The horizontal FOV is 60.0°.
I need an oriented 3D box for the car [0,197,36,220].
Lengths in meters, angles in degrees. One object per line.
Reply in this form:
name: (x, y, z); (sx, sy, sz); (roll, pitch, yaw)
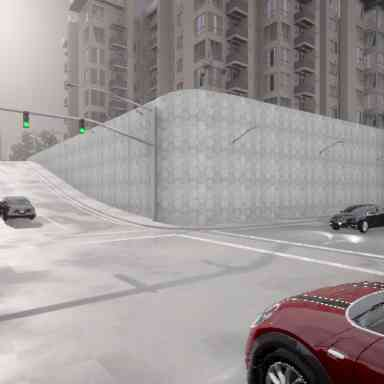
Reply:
car: (-12.236, 1.039, 23.097); (2.033, 1.411, 5.357); (0, 5, -36)

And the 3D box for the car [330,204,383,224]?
car: (10.192, 1.505, 19.868); (4.892, 1.490, 1.837); (0, 0, -36)

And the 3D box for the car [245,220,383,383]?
car: (2.538, 1.350, 2.543); (2.097, 1.767, 4.553); (0, 0, -36)
